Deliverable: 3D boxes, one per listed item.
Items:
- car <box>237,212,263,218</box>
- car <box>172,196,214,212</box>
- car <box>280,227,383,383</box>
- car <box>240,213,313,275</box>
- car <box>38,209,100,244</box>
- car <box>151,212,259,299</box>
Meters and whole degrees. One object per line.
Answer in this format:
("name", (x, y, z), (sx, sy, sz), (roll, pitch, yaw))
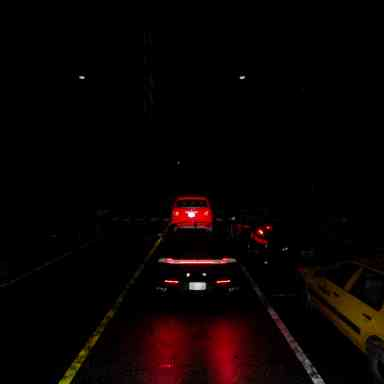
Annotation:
("car", (2.861, 1.576, 15.859), (1.802, 1.307, 4.206), (-1, 0, 0))
("car", (0.062, 1.215, 18.793), (2.150, 2.045, 5.566), (0, 0, 2))
("car", (2.864, 1.524, 4.857), (1.752, 1.417, 4.829), (-1, 0, 0))
("car", (2.863, 1.562, 10.273), (1.947, 1.339, 4.313), (-1, 0, 0))
("car", (-5.684, 1.539, 15.853), (1.887, 1.381, 4.507), (-1, 0, 0))
("car", (0.096, 1.489, 8.445), (2.128, 1.511, 4.902), (0, 0, 0))
